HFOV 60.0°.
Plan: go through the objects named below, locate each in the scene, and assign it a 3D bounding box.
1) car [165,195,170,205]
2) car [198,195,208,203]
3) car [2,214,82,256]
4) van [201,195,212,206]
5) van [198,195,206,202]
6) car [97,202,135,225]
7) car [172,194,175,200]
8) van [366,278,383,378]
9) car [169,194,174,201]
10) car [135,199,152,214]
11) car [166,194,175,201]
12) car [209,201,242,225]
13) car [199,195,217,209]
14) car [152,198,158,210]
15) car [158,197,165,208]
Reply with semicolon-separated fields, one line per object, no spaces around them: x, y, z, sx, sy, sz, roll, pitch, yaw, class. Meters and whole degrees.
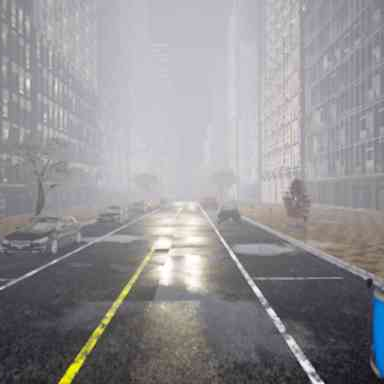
-5.887;1.756;64.407;1.947;1.339;4.313;-1;0;0;car
2.459;1.620;75.799;1.967;1.590;4.097;-1;0;0;car
-5.739;1.611;13.255;2.008;1.369;4.403;-1;0;0;car
2.507;1.480;58.748;1.690;1.788;3.998;-1;0;0;van
2.442;1.535;81.482;1.690;1.788;3.998;-1;0;0;van
-5.772;1.640;24.621;2.008;1.369;4.403;-1;0;0;car
-5.953;1.684;87.142;1.967;1.590;4.097;-1;0;0;car
2.671;1.335;1.912;1.690;1.788;3.998;-1;0;0;van
-5.919;1.768;75.774;2.008;1.369;4.403;-1;0;0;car
-5.804;1.701;35.989;1.802;1.307;4.206;-1;0;0;car
-5.972;1.573;92.826;2.192;1.841;5.009;-1;0;0;car
2.609;1.603;24.646;2.008;1.369;4.403;-1;0;0;car
2.540;1.426;47.381;2.192;1.841;5.009;-1;0;0;car
-5.822;1.573;41.673;1.967;1.590;4.097;-1;0;0;car
-5.853;1.687;52.870;1.752;1.417;4.829;-1;0;0;car
